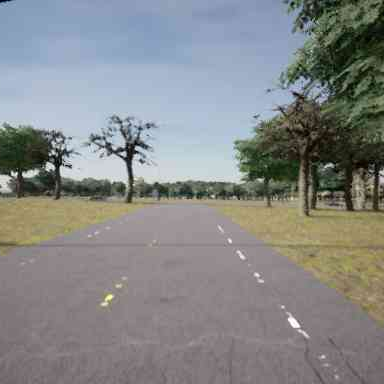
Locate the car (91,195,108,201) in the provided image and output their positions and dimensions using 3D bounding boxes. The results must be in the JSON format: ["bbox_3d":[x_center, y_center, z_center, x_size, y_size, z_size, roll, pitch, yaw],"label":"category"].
[{"bbox_3d":[-25.495,1.703,91.785,4.674,1.442,1.812,2,0,0],"label":"car"}]
